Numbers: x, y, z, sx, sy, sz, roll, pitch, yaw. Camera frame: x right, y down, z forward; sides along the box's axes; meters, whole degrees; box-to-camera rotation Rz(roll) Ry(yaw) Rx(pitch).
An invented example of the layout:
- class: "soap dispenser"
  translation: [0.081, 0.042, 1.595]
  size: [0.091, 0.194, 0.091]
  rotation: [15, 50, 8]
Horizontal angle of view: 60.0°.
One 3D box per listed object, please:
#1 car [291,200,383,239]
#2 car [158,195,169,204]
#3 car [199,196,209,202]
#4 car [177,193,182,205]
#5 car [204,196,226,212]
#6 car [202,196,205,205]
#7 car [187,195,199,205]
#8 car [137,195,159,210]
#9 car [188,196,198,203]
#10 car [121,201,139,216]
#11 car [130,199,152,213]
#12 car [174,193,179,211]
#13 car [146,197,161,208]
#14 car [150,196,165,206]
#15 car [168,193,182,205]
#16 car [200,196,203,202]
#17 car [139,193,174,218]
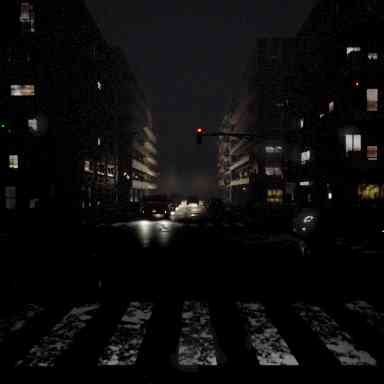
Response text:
- class: "car"
  translation: [7.141, 1.189, 15.858]
  size: [4.553, 1.767, 2.097]
  rotation: [-1, 0, 0]
- class: "car"
  translation: [-5.626, 1.464, 66.286]
  size: [1.967, 1.590, 4.097]
  rotation: [0, 0, 0]
- class: "car"
  translation: [2.765, 1.584, 77.644]
  size: [2.008, 1.369, 4.403]
  rotation: [0, 0, 0]
- class: "car"
  translation: [-3.040, 1.366, 49.974]
  size: [2.097, 1.767, 4.553]
  rotation: [0, 0, 0]
- class: "car"
  translation: [2.727, 1.448, 37.867]
  size: [1.967, 1.590, 4.097]
  rotation: [0, 0, 0]
- class: "car"
  translation: [2.732, 1.451, 43.549]
  size: [1.967, 1.590, 4.097]
  rotation: [0, 0, 0]
- class: "car"
  translation: [0.157, 1.371, 58.601]
  size: [2.097, 1.767, 4.553]
  rotation: [0, 0, 1]
- class: "car"
  translation: [-5.648, 1.326, 43.556]
  size: [2.192, 1.841, 5.009]
  rotation: [0, 0, 0]
- class: "car"
  translation: [0.118, 1.571, 70.657]
  size: [2.033, 1.411, 5.357]
  rotation: [0, 0, 0]
- class: "car"
  translation: [-5.659, 1.572, 32.190]
  size: [1.947, 1.339, 4.313]
  rotation: [0, 0, 0]
- class: "car"
  translation: [-5.654, 1.533, 37.703]
  size: [1.752, 1.417, 4.829]
  rotation: [0, 0, 0]
- class: "car"
  translation: [-3.057, 1.361, 40.075]
  size: [2.097, 1.767, 4.553]
  rotation: [0, 0, 0]
- class: "car"
  translation: [-5.643, 1.539, 49.068]
  size: [1.752, 1.417, 4.829]
  rotation: [0, 0, 0]
- class: "car"
  translation: [-5.637, 1.457, 54.921]
  size: [1.967, 1.590, 4.097]
  rotation: [0, 0, 0]
- class: "car"
  translation: [-2.983, 1.242, 60.533]
  size: [2.150, 2.045, 5.566]
  rotation: [0, 0, 1]
- class: "car"
  translation: [2.744, 1.598, 54.914]
  size: [1.802, 1.307, 4.206]
  rotation: [0, 0, 0]
- class: "car"
  translation: [-3.089, 1.227, 30.163]
  size: [2.150, 2.045, 5.566]
  rotation: [0, 0, 1]
